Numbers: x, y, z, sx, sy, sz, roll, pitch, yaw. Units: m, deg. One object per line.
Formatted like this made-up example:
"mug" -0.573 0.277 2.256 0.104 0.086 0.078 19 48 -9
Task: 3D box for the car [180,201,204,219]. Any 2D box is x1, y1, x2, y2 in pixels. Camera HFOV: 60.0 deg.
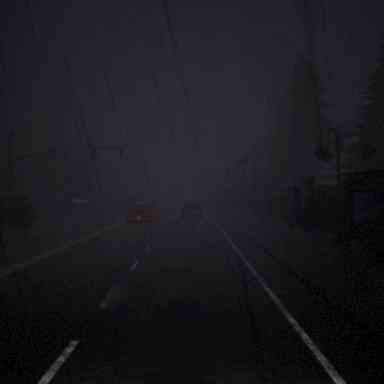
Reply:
"car" -0.009 1.490 29.030 2.128 1.511 4.902 0 0 0

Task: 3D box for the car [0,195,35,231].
"car" -10.531 1.221 17.722 2.150 2.045 5.566 0 0 0

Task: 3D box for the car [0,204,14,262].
"car" -7.073 1.352 8.836 2.097 1.767 4.553 0 0 0

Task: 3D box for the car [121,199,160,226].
"car" -3.408 1.477 23.697 1.882 1.535 5.008 0 0 0

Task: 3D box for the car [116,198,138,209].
"car" -8.014 1.470 42.765 2.128 1.511 4.902 1 0 -41
